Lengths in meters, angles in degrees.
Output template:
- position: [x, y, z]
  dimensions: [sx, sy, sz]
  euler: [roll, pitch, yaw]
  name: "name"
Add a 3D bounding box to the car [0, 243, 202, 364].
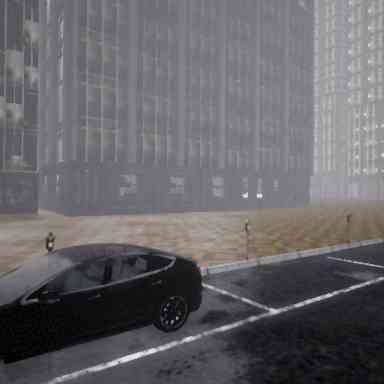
- position: [-1.804, 1.563, 5.262]
  dimensions: [4.313, 1.339, 1.947]
  euler: [0, 1, -35]
  name: "car"
